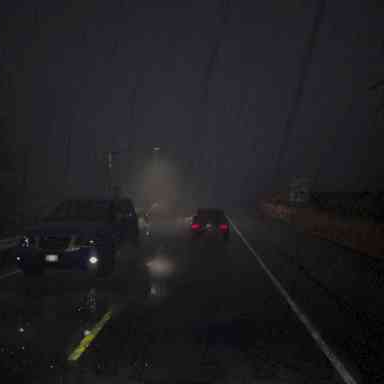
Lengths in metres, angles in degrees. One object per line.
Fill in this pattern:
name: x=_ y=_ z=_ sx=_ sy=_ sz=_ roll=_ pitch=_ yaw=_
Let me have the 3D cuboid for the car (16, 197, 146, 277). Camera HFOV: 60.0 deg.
car: x=-3.132 y=1.186 z=10.498 sx=2.150 sy=2.045 sz=5.566 roll=1 pitch=0 yaw=3

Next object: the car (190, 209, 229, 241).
car: x=0.869 y=1.543 z=16.735 sx=2.033 sy=1.411 sz=5.357 roll=1 pitch=0 yaw=3

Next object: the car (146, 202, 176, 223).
car: x=-2.318 y=1.508 z=25.492 sx=2.033 sy=1.411 sz=5.357 roll=1 pitch=0 yaw=3
